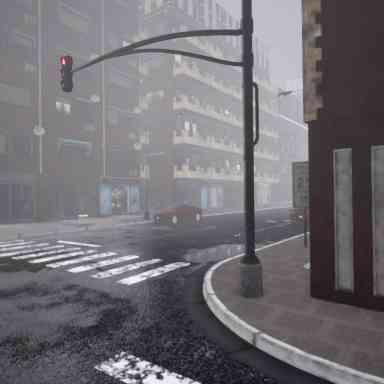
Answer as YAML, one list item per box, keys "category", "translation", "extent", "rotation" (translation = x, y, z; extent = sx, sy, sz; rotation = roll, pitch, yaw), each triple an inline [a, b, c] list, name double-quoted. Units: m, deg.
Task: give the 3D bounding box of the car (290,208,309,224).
- category: "car"
  translation: [7.927, 1.371, 21.992]
  extent: [1.887, 1.381, 4.507]
  rotation: [-1, 0, 36]

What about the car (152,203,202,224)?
- category: "car"
  translation: [-0.997, 1.513, 24.391]
  extent: [1.887, 1.381, 4.507]
  rotation: [-1, 0, 36]
